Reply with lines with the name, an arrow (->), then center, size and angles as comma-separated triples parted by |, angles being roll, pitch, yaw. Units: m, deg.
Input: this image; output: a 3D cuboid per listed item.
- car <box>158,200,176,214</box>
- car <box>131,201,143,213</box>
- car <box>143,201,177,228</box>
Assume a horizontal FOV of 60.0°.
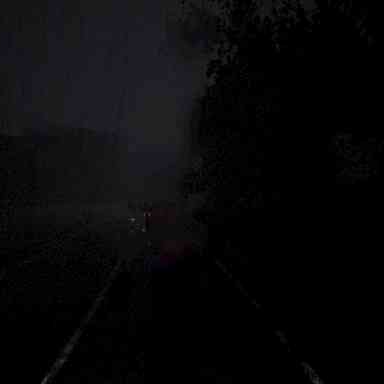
car -> -3.091, 1.825, 42.010 | 1.882, 1.535, 5.008 | 0, 0, 1
car -> -6.525, 1.884, 42.629 | 1.812, 1.442, 4.674 | 0, 0, 2
car -> -2.277, 1.581, 24.290 | 2.097, 1.767, 4.553 | -1, 0, -6
